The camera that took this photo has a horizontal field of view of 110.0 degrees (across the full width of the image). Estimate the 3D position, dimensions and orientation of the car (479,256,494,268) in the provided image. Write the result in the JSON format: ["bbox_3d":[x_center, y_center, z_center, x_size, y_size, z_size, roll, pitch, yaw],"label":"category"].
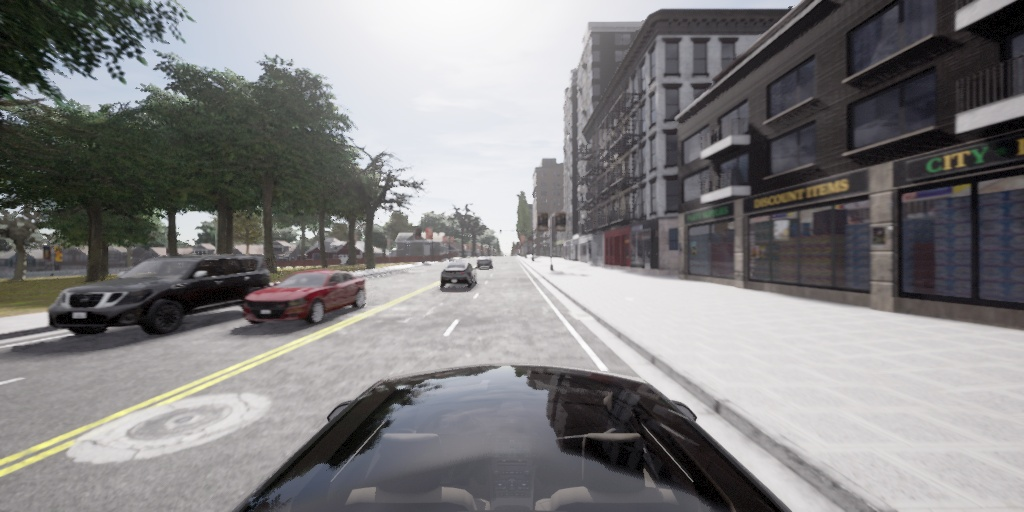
[{"bbox_3d":[-3.438,0.759,45.792,2.128,1.511,4.902,0,1,0],"label":"car"}]

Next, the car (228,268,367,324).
[{"bbox_3d":[-6.658,1.216,12.174,1.882,1.535,5.008,0,0,0],"label":"car"}]

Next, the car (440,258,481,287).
[{"bbox_3d":[-3.280,1.104,22.623,1.837,1.490,4.892,0,1,0],"label":"car"}]

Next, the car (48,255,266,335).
[{"bbox_3d":[-9.902,0.986,10.952,2.150,2.045,5.566,0,0,0],"label":"car"}]
